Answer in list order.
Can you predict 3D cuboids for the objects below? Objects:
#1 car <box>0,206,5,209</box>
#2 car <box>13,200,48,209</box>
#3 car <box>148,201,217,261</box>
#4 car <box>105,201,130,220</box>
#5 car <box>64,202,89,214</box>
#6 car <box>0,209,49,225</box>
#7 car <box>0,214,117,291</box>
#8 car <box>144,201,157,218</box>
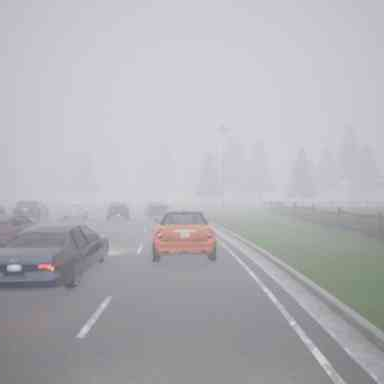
[{"bbox_3d":[-16.877,1.567,27.392,2.128,1.511,4.902,0,0,-14],"label":"car"},{"bbox_3d":[-13.340,1.427,27.618,2.097,1.767,4.553,0,0,-14],"label":"car"},{"bbox_3d":[-0.373,1.385,12.583,2.097,1.767,4.553,0,0,-4],"label":"car"},{"bbox_3d":[-6.489,1.586,29.119,1.837,1.490,4.892,0,0,-14],"label":"car"},{"bbox_3d":[-10.175,1.606,29.420,1.812,1.442,4.674,0,0,-14],"label":"car"},{"bbox_3d":[-7.452,1.601,13.445,1.994,1.385,4.181,0,0,-5],"label":"car"},{"bbox_3d":[-3.656,1.573,9.162,2.033,1.411,5.357,0,0,-2],"label":"car"},{"bbox_3d":[-3.380,1.562,31.076,1.882,1.535,5.008,0,0,-14],"label":"car"}]
